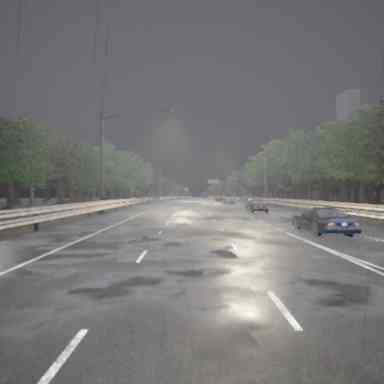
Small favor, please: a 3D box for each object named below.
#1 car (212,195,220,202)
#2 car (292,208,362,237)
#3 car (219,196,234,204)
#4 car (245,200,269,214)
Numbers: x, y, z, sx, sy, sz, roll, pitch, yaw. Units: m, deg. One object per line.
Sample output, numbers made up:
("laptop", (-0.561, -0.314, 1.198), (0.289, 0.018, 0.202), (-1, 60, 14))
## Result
("car", (7.236, 1.789, 88.737), (2.097, 1.767, 4.553), (0, -1, 0))
("car", (7.042, 1.558, 17.929), (2.033, 1.411, 5.357), (0, 0, -1))
("car", (7.098, 1.713, 65.765), (2.033, 1.411, 5.357), (0, -1, 0))
("car", (7.006, 1.567, 36.177), (2.033, 1.411, 5.357), (0, 0, 0))
